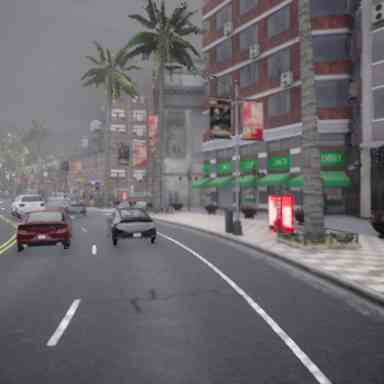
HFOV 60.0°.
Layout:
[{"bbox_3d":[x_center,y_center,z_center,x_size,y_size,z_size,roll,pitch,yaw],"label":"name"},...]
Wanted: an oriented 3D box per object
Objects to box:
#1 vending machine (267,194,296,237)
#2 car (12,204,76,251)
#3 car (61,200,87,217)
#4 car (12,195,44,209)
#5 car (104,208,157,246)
[{"bbox_3d":[4.534,1.137,16.946,1.100,2.100,0.880,0,0,-18],"label":"vending machine"},{"bbox_3d":[-6.258,1.494,14.500,1.882,1.535,5.008,0,0,-18],"label":"car"},{"bbox_3d":[-11.284,1.512,31.035,2.128,1.511,4.902,0,0,-34],"label":"car"},{"bbox_3d":[-14.975,1.267,30.331,2.150,2.045,5.566,0,0,-34],"label":"car"},{"bbox_3d":[-2.929,1.484,15.474,2.128,1.511,4.902,0,0,-18],"label":"car"}]
